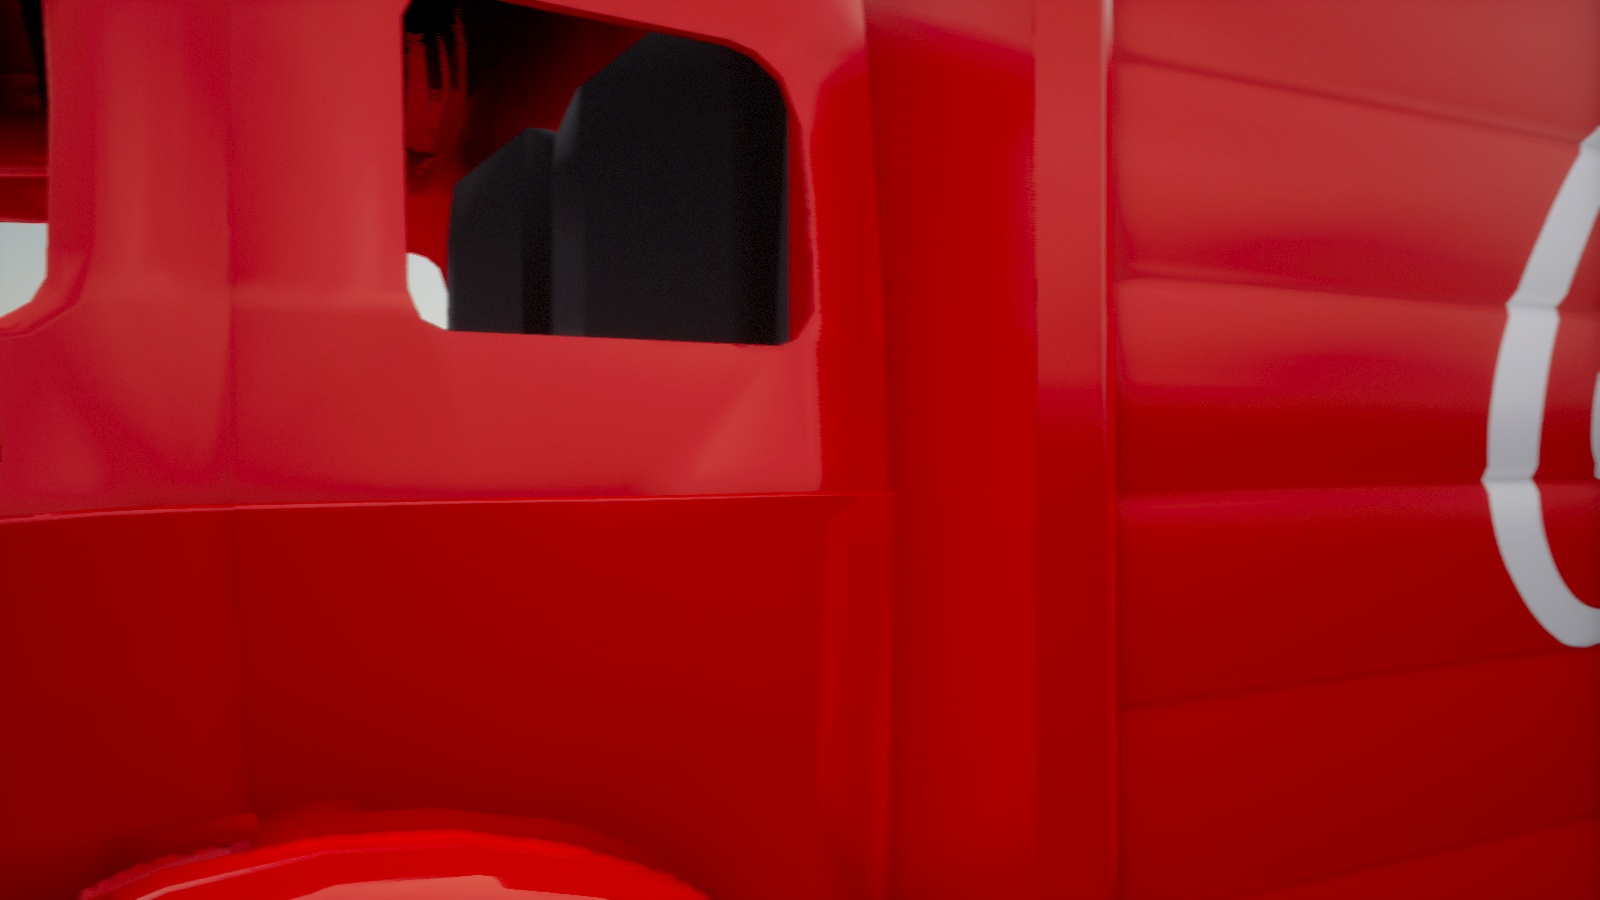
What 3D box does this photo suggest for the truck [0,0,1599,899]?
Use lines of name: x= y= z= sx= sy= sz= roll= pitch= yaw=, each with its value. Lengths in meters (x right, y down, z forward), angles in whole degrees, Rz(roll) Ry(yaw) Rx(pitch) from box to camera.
truck: x=0.421 y=0.251 z=2.556 sx=5.204 sy=2.467 sz=2.627 roll=-1 pitch=0 yaw=-28
